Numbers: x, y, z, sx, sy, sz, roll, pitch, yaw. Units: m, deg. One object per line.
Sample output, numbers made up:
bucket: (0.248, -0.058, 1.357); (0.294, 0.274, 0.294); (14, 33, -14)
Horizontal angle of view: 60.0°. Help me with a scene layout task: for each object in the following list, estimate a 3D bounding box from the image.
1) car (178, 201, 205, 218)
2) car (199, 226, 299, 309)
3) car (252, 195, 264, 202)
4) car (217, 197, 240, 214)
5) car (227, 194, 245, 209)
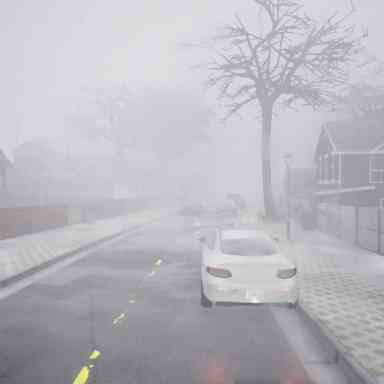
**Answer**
car: (0.030, 1.519, 30.310); (1.812, 1.442, 4.674); (0, 0, 10)
car: (1.146, 1.525, 7.787); (1.812, 1.442, 4.674); (0, 0, 3)
car: (15.902, 1.567, 79.467); (1.812, 1.442, 4.674); (0, 0, 26)
car: (3.813, 1.527, 35.419); (1.812, 1.442, 4.674); (0, 0, 12)
car: (5.946, 1.229, 45.254); (2.150, 2.045, 5.566); (0, 0, 15)
